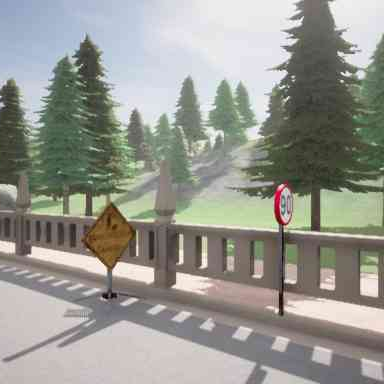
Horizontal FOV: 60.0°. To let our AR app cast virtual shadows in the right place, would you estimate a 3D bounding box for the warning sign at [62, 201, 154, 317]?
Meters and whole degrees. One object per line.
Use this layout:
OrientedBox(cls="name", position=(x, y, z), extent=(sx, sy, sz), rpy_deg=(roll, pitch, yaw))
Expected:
OrientedBox(cls="warning sign", position=(-1.549, 1.112, 6.264), extent=(1.060, 1.860, 1.300), rpy_deg=(0, 0, 35))
